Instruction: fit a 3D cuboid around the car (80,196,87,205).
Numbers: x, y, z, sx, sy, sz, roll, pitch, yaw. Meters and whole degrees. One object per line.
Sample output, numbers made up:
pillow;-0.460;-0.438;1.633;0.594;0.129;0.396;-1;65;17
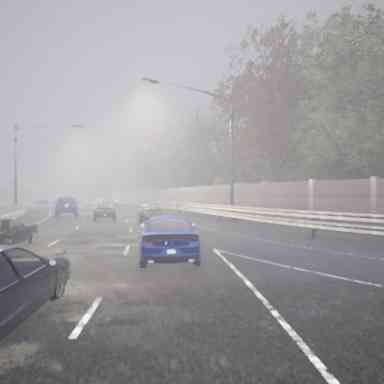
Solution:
car;-21.966;1.931;68.621;1.994;1.385;4.181;0;0;-25

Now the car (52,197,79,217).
car;-13.154;1.517;34.966;2.150;2.045;5.566;0;0;-19

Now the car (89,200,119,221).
car;-7.898;1.731;29.950;2.128;1.511;4.902;0;0;-16

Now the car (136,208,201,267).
car;-0.837;1.564;11.921;1.882;1.535;5.008;0;0;-6

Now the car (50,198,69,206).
car;-26.609;1.912;66.914;2.128;1.511;4.902;0;-1;-40

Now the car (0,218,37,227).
car;-8.001;1.730;13.763;1.895;1.301;4.718;0;0;-8

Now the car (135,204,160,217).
car;-3.475;1.692;26.941;2.128;1.511;4.902;0;0;-14

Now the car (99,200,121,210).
car;-12.826;1.956;51.600;2.033;1.411;5.357;0;0;-28

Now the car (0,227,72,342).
car;-3.607;1.601;5.469;2.033;1.411;5.357;0;0;-4

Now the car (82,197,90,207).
car;-18.930;2.112;62.766;1.895;1.301;4.718;0;0;-28

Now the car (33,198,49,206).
car;-29.385;1.883;64.783;1.837;1.490;4.892;0;-1;-40
